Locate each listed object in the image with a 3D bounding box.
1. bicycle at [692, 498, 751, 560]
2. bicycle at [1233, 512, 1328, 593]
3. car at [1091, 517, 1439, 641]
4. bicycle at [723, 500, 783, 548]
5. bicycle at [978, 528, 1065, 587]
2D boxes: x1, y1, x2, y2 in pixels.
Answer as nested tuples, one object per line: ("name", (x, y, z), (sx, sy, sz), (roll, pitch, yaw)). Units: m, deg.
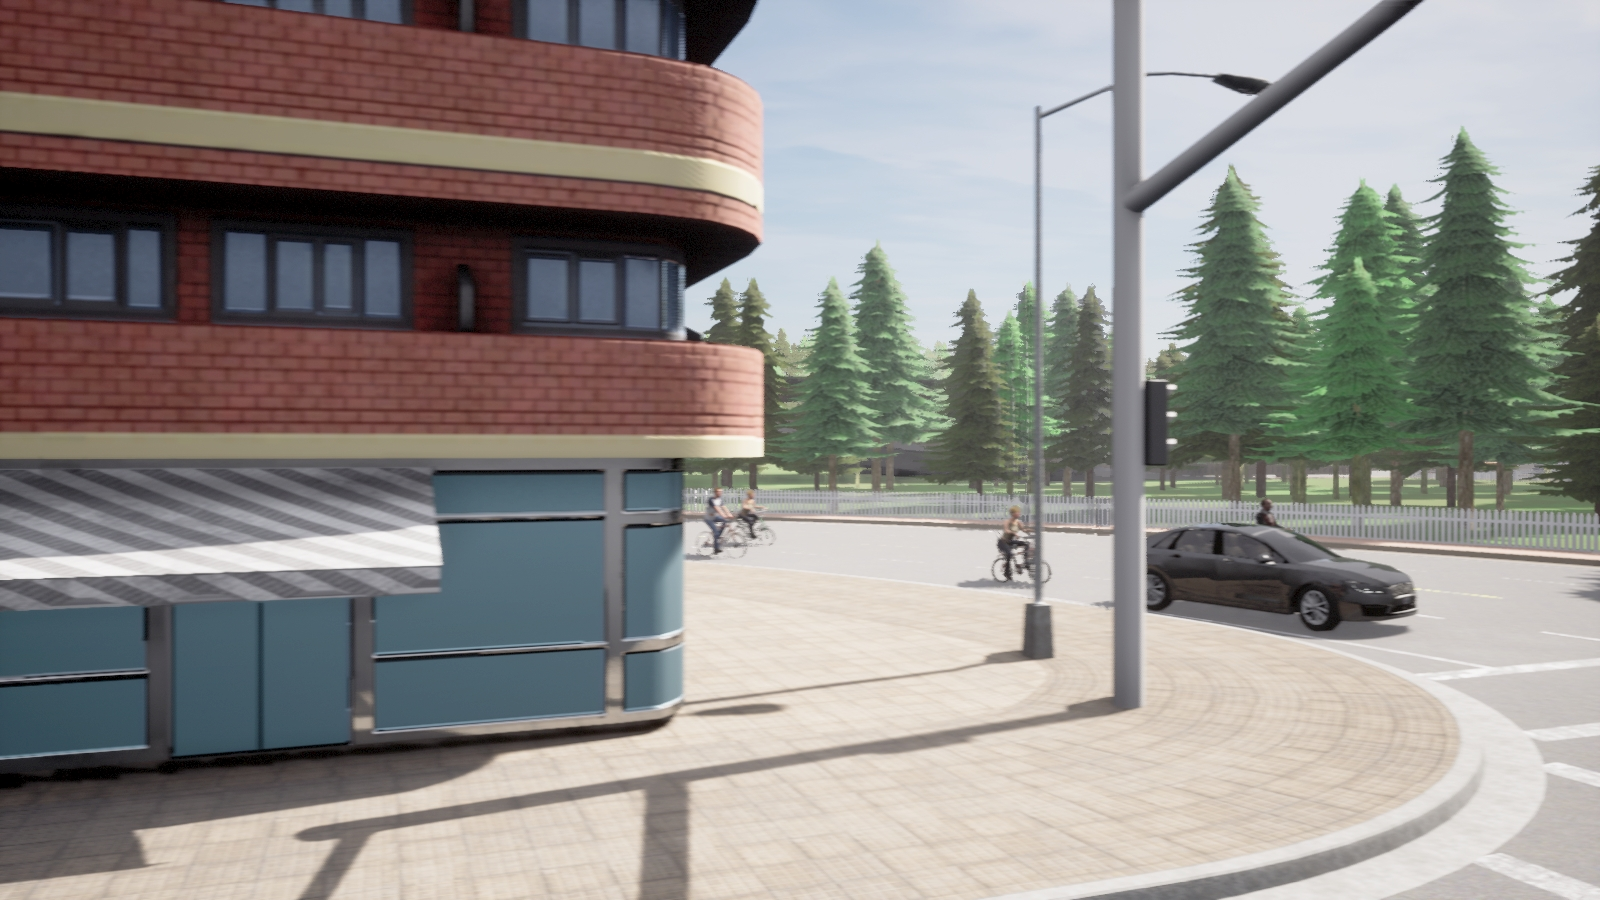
("bicycle", (-2.005, 2.000, 29.047), (1.643, 1.496, 0.373), (0, 0, 35))
("bicycle", (9.527, 2.005, 22.730), (0.329, 1.471, 1.835), (0, 0, -36))
("car", (7.551, 2.006, 18.995), (2.231, 1.480, 4.892), (0, 0, -39))
("bicycle", (-1.342, 2.102, 32.868), (1.487, 1.276, 0.859), (0, 1, 32))
("bicycle", (4.515, 2.174, 23.332), (0.859, 1.126, 1.487), (0, -3, -42))
